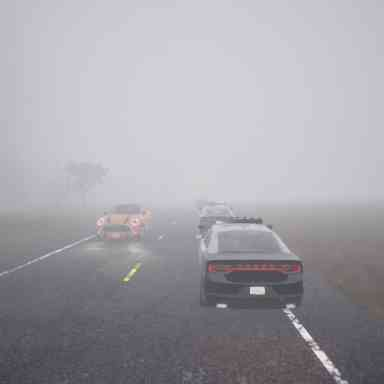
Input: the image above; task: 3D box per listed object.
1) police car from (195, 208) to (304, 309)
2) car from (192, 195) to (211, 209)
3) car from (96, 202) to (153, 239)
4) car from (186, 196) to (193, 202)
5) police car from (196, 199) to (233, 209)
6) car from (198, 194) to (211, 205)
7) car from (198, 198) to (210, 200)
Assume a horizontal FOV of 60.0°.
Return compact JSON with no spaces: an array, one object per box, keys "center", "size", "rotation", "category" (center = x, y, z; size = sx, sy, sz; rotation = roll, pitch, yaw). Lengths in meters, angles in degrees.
[{"center":[1.117,1.425,8.085],"size":[1.930,1.638,5.238],"rotation":[0,0,1],"category":"police car"},{"center":[1.450,1.497,45.940],"size":[1.837,1.490,4.892],"rotation":[0,0,4],"category":"car"},{"center":[-3.341,1.353,17.115],"size":[2.097,1.767,4.553],"rotation":[0,0,1],"category":"car"},{"center":[-0.202,1.540,70.960],"size":[1.994,1.385,4.181],"rotation":[0,0,5],"category":"car"},{"center":[1.310,1.426,18.050],"size":[1.930,1.638,5.238],"rotation":[0,0,1],"category":"police car"},{"center":[2.342,1.335,60.020],"size":[2.097,1.767,4.553],"rotation":[0,0,4],"category":"car"},{"center":[1.486,1.456,24.107],"size":[1.801,1.575,5.366],"rotation":[0,0,2],"category":"car"}]
